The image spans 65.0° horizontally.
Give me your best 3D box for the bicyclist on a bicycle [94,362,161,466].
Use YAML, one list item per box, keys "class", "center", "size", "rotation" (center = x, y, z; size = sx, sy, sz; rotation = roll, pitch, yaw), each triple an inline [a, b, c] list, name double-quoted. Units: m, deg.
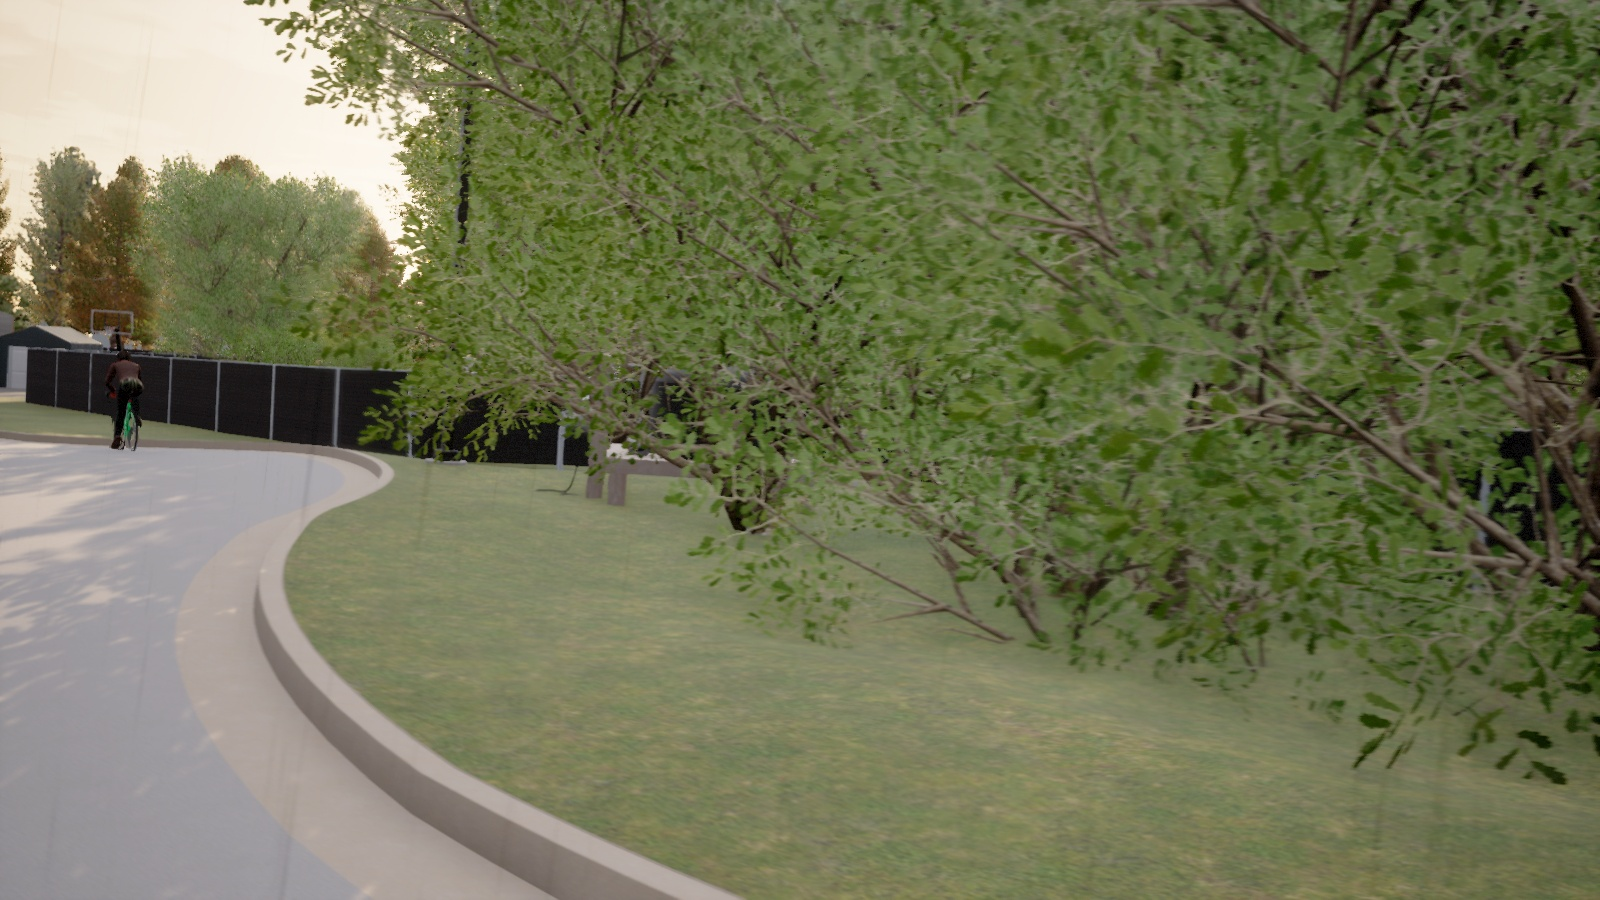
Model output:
- class: "bicyclist on a bicycle"
  center: [-10.885, -0.569, 20.307]
  size: [0.582, 1.620, 1.656]
  rotation: [-1, 1, -40]
